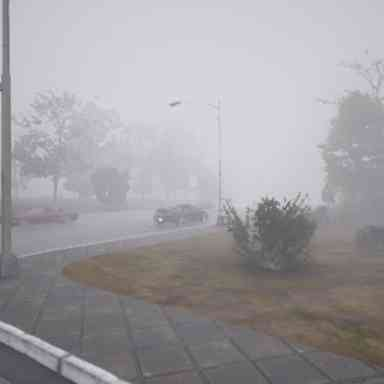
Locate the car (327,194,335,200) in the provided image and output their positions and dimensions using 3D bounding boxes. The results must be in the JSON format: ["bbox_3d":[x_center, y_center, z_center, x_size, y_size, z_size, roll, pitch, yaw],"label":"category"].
[{"bbox_3d":[34.922,1.604,81.879,2.150,2.045,5.566,-1,-1,43],"label":"car"}]

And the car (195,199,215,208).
[{"bbox_3d":[0.940,1.551,38.756,2.128,1.511,4.902,-1,-1,32],"label":"car"}]

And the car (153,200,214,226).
[{"bbox_3d":[-0.667,1.501,23.019,1.837,1.490,4.892,-1,-1,33],"label":"car"}]

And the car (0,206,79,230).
[{"bbox_3d":[-9.947,1.630,21.787,1.895,1.301,4.718,-1,0,34],"label":"car"}]
